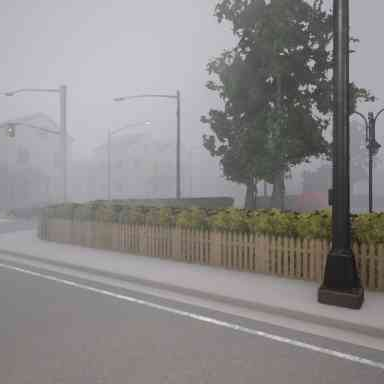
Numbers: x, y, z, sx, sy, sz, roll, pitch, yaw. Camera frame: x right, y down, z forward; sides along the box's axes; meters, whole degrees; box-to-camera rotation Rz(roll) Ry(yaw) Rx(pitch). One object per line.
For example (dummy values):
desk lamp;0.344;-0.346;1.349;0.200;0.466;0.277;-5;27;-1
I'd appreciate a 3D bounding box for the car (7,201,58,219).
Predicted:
car;-13.259;1.547;29.458;2.033;1.411;5.357;0;0;35

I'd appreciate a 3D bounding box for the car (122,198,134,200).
car;-7.317;1.491;38.004;2.128;1.511;4.902;0;0;35
